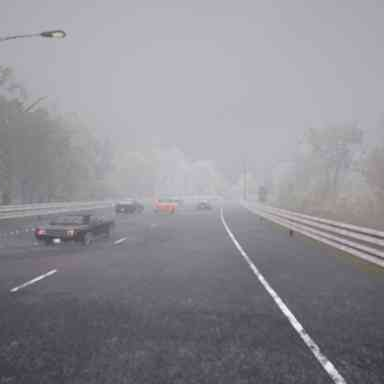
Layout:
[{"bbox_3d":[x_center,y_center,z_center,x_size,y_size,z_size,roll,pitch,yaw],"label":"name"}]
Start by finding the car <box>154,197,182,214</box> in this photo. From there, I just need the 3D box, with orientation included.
[{"bbox_3d":[-2.784,1.509,37.469,2.097,1.767,4.553,0,0,7],"label":"car"}]

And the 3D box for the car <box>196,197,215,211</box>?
[{"bbox_3d":[1.690,1.714,44.721,1.812,1.442,4.674,0,0,8],"label":"car"}]

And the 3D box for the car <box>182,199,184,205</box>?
[{"bbox_3d":[-2.835,1.749,62.340,1.882,1.535,5.008,0,0,9],"label":"car"}]

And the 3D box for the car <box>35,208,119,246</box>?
[{"bbox_3d":[-5.199,1.665,15.582,1.895,1.301,4.718,0,0,5],"label":"car"}]

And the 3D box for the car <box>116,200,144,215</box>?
[{"bbox_3d":[-6.556,1.628,35.407,1.882,1.535,5.008,0,0,7],"label":"car"}]
